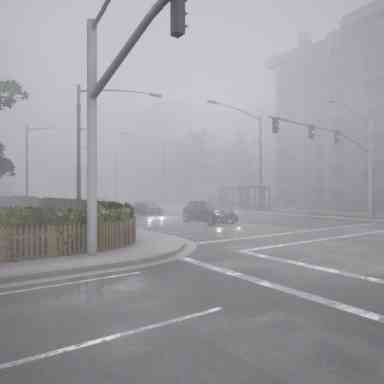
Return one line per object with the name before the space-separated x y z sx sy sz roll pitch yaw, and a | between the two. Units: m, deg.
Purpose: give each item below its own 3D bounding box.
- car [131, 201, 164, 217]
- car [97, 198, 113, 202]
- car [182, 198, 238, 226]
car | -4.444 1.563 31.929 1.994 1.385 4.181 0 0 -35
car | -11.150 1.502 41.670 1.837 1.490 4.892 0 1 -34
car | 1.223 1.352 23.747 2.097 1.767 4.553 0 0 -35
